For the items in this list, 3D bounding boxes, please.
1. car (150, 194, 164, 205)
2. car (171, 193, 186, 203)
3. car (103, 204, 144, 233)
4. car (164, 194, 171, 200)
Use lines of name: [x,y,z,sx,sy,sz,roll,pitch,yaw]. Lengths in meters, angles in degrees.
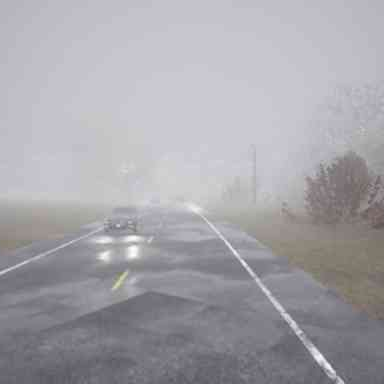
car: [-6.595,1.535,61.062,2.033,1.411,5.357,0,0,-5]
car: [-2.545,1.187,68.118,2.150,2.045,5.566,0,0,-6]
car: [-3.971,1.531,19.938,1.837,1.490,4.892,0,0,-2]
car: [-6.184,1.343,87.496,1.837,1.490,4.892,0,0,-8]
